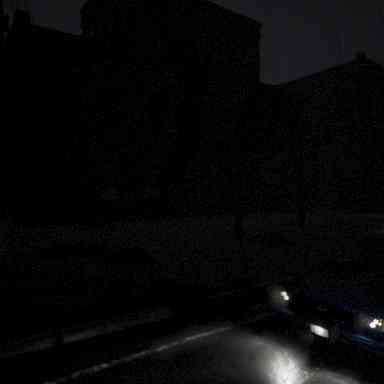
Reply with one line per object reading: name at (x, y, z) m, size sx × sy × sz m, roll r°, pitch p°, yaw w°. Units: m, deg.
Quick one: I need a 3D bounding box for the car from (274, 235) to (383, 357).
car at (3.944, 1.553, 6.194) m, size 5.357 × 1.411 × 2.033 m, roll 0°, pitch 0°, yaw -36°
